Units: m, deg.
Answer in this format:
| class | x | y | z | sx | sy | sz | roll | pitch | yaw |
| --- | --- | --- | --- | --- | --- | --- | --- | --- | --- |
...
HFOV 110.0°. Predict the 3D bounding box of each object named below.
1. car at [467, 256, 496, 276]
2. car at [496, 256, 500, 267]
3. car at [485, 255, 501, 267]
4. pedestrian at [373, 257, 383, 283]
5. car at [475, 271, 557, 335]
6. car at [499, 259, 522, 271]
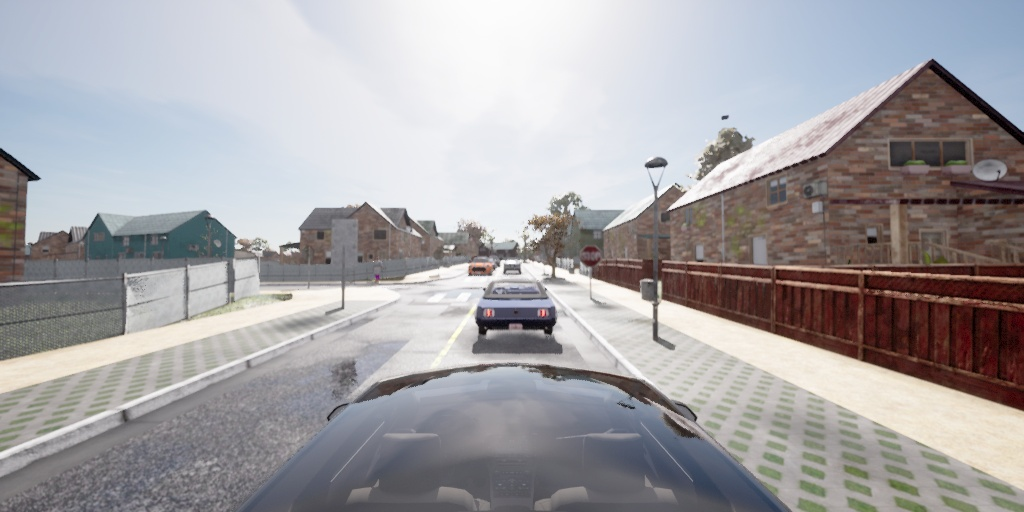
| class | x | y | z | sx | sy | sz | roll | pitch | yaw |
| --- | --- | --- | --- | --- | --- | --- | --- | --- | --- |
| car | -2.919 | 0.889 | 33.984 | 2.097 | 1.767 | 4.553 | 0 | 0 | 1 |
| car | -2.921 | 1.028 | 45.432 | 2.033 | 1.411 | 5.357 | 0 | 0 | 0 |
| car | -2.914 | 0.792 | 55.886 | 2.097 | 1.767 | 4.553 | 0 | 0 | 0 |
| pedestrian | -9.955 | 1.005 | 26.537 | 0.375 | 1.860 | 0.375 | 0 | -1 | 5 |
| car | 0.085 | 1.287 | 10.230 | 1.895 | 1.301 | 4.718 | 0 | 0 | 0 |
| car | 0.036 | 1.062 | 38.167 | 2.033 | 1.411 | 5.357 | 0 | 0 | 0 |
